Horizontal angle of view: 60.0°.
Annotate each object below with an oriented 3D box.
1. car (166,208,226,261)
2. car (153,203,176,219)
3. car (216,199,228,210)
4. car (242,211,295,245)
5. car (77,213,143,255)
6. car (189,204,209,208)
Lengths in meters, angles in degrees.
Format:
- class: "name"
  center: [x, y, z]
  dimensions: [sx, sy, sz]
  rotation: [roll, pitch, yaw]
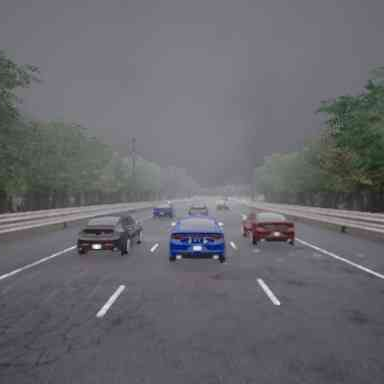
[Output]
- class: "car"
  center: [0.200, 1.623, 12.867]
  dimensions: [1.882, 1.535, 5.008]
  rotation: [0, -1, 1]
- class: "car"
  center: [-2.783, 1.908, 34.237]
  dimensions: [1.882, 1.535, 5.008]
  rotation: [0, -1, 2]
- class: "car"
  center: [5.151, 2.386, 56.504]
  dimensions: [1.895, 1.301, 4.718]
  rotation: [0, -1, 3]
- class: "car"
  center: [3.659, 1.674, 16.666]
  dimensions: [1.882, 1.535, 5.008]
  rotation: [0, -1, 1]
- class: "car"
  center: [-3.283, 1.662, 14.005]
  dimensions: [1.837, 1.490, 4.892]
  rotation: [0, 0, 1]
- class: "car"
  center: [0.674, 1.908, 32.906]
  dimensions: [2.128, 1.511, 4.902]
  rotation: [0, -1, 2]
